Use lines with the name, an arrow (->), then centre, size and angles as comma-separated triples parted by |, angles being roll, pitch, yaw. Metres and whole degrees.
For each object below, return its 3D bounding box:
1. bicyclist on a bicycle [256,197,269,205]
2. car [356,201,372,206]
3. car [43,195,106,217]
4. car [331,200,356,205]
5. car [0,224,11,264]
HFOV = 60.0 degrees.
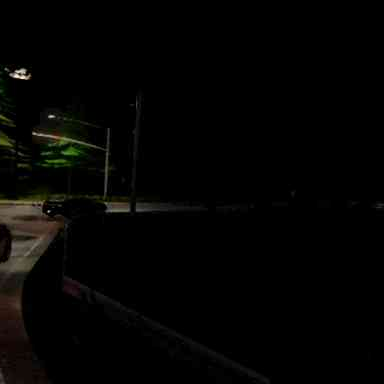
bicyclist on a bicycle -> 7.086, 1.268, 32.786 | 0.582, 1.620, 1.656 | 2, 34, -46
car -> 31.797, 2.104, 61.542 | 4.181, 1.385, 1.994 | 1, 3, -44
car -> -7.994, 0.981, 23.198 | 2.128, 1.511, 4.902 | 4, 2, 24
car -> 24.349, 1.852, 54.224 | 4.892, 1.490, 1.837 | 2, 3, -44
car -> -6.192, 1.276, 8.757 | 2.097, 1.767, 4.553 | 3, 0, -21
